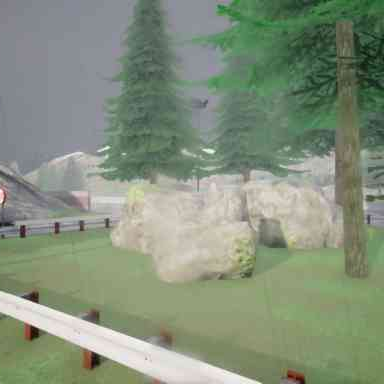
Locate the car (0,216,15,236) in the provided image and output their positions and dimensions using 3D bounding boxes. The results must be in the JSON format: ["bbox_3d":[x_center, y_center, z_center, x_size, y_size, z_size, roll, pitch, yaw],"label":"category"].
[{"bbox_3d":[-10.851,1.358,15.547,5.357,1.411,2.033,0,0,20],"label":"car"}]
